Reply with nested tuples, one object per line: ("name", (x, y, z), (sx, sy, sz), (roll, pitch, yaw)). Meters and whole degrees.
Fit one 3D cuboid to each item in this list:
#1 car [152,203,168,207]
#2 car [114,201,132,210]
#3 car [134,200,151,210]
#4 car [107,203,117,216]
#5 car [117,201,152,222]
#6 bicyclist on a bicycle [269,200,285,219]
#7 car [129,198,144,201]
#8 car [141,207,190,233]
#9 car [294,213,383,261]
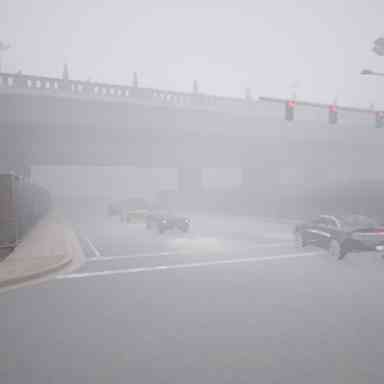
("car", (-5.240, 2.260, 50.479), (1.895, 1.301, 4.718), (0, -1, -22))
("car", (-12.096, 2.323, 57.992), (2.128, 1.511, 4.902), (0, -1, -22))
("car", (-8.978, 2.289, 59.872), (1.882, 1.535, 5.008), (0, -1, -22))
("car", (-9.451, 2.163, 41.626), (2.033, 1.411, 5.357), (-1, -1, -21))
("car", (-5.597, 1.935, 31.876), (1.882, 1.535, 5.008), (0, -1, -22))
("bicyclist on a bicycle", (7.408, 1.555, 28.867), (1.656, 1.620, 0.582), (-1, -1, -22))
("car", (-8.224, 1.896, 48.359), (2.150, 2.045, 5.566), (0, -1, -22))
("car", (-1.760, 1.901, 22.201), (1.895, 1.301, 4.718), (0, -1, -22))
("car", (5.553, 1.565, 12.738), (2.128, 1.511, 4.902), (0, -1, -7))
